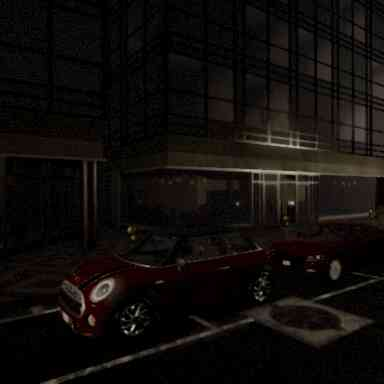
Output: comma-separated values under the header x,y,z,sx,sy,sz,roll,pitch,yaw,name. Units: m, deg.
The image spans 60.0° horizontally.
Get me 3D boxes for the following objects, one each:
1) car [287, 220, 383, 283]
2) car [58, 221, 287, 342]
x,y,z,sx,sy,sz,roll,pitch,yaw,name
4.205,1.526,9.638,4.507,1.381,1.887,0,0,-35,car
-0.360,1.433,6.392,4.097,1.590,1.967,0,0,-35,car
